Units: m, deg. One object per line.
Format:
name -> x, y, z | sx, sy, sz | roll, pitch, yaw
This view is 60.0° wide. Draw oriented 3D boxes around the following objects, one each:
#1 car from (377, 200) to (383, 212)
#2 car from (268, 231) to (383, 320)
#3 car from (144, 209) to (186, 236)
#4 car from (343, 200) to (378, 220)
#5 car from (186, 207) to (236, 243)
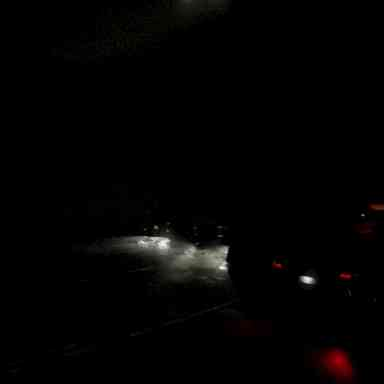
car -> 20.744, 1.601, 37.665 | 1.882, 1.535, 5.008 | 0, 0, 17
car -> 3.516, 1.593, 7.575 | 1.994, 1.385, 4.181 | 0, 0, 44
car -> -0.879, 1.673, 19.164 | 1.994, 1.385, 4.181 | 0, 0, 30
car -> 14.488, 1.607, 29.083 | 1.837, 1.490, 4.892 | 0, 0, 17
car -> 1.915, 1.564, 17.024 | 1.882, 1.535, 5.008 | 0, 0, 31
